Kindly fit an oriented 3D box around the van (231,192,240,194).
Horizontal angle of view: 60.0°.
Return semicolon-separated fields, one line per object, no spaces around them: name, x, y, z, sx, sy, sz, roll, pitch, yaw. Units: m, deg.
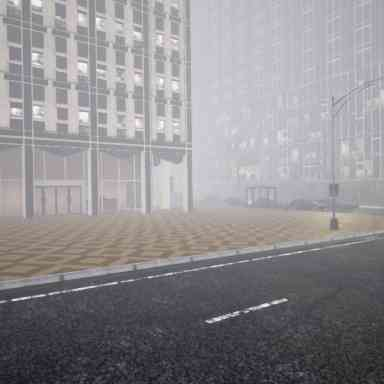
van;6.986;0.853;60.121;1.690;1.788;3.998;-1;1;-34

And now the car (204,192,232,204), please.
car;4.017;1.199;54.217;1.994;1.385;4.181;-1;1;-34

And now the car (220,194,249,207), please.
car;6.420;1.318;45.984;1.947;1.339;4.313;-1;1;-34

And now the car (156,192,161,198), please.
car;-5.820;0.613;78.905;2.192;1.841;5.009;0;1;-34

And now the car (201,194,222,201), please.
car;3.785;1.041;64.820;1.802;1.307;4.206;-1;1;-34

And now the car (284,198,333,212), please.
car;12.761;1.422;36.547;1.947;1.339;4.313;-1;1;-34

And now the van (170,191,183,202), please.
van;-3.139;0.936;60.098;1.690;1.788;3.998;0;1;-34

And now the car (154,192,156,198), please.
car;-9.021;0.684;83.602;1.967;1.590;4.097;0;1;-34

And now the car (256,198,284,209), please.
car;9.573;1.386;41.256;1.802;1.307;4.206;-1;1;-34

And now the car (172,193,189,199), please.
car;-2.618;0.934;74.213;1.802;1.307;4.206;0;1;-34

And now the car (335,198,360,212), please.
car;15.700;1.371;37.049;2.033;1.411;5.357;-1;1;-34
